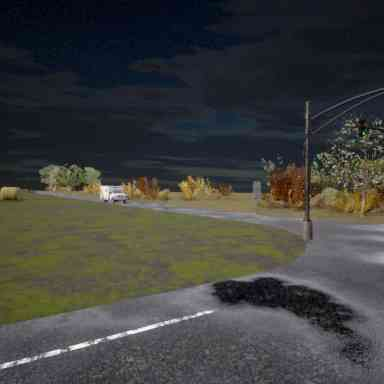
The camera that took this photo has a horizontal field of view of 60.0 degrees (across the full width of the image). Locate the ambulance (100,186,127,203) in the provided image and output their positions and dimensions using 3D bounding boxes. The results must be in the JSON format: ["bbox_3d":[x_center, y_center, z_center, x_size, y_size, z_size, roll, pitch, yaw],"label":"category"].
[{"bbox_3d":[-11.822,0.341,50.096,2.351,2.431,6.366,2,0,-32],"label":"ambulance"}]
